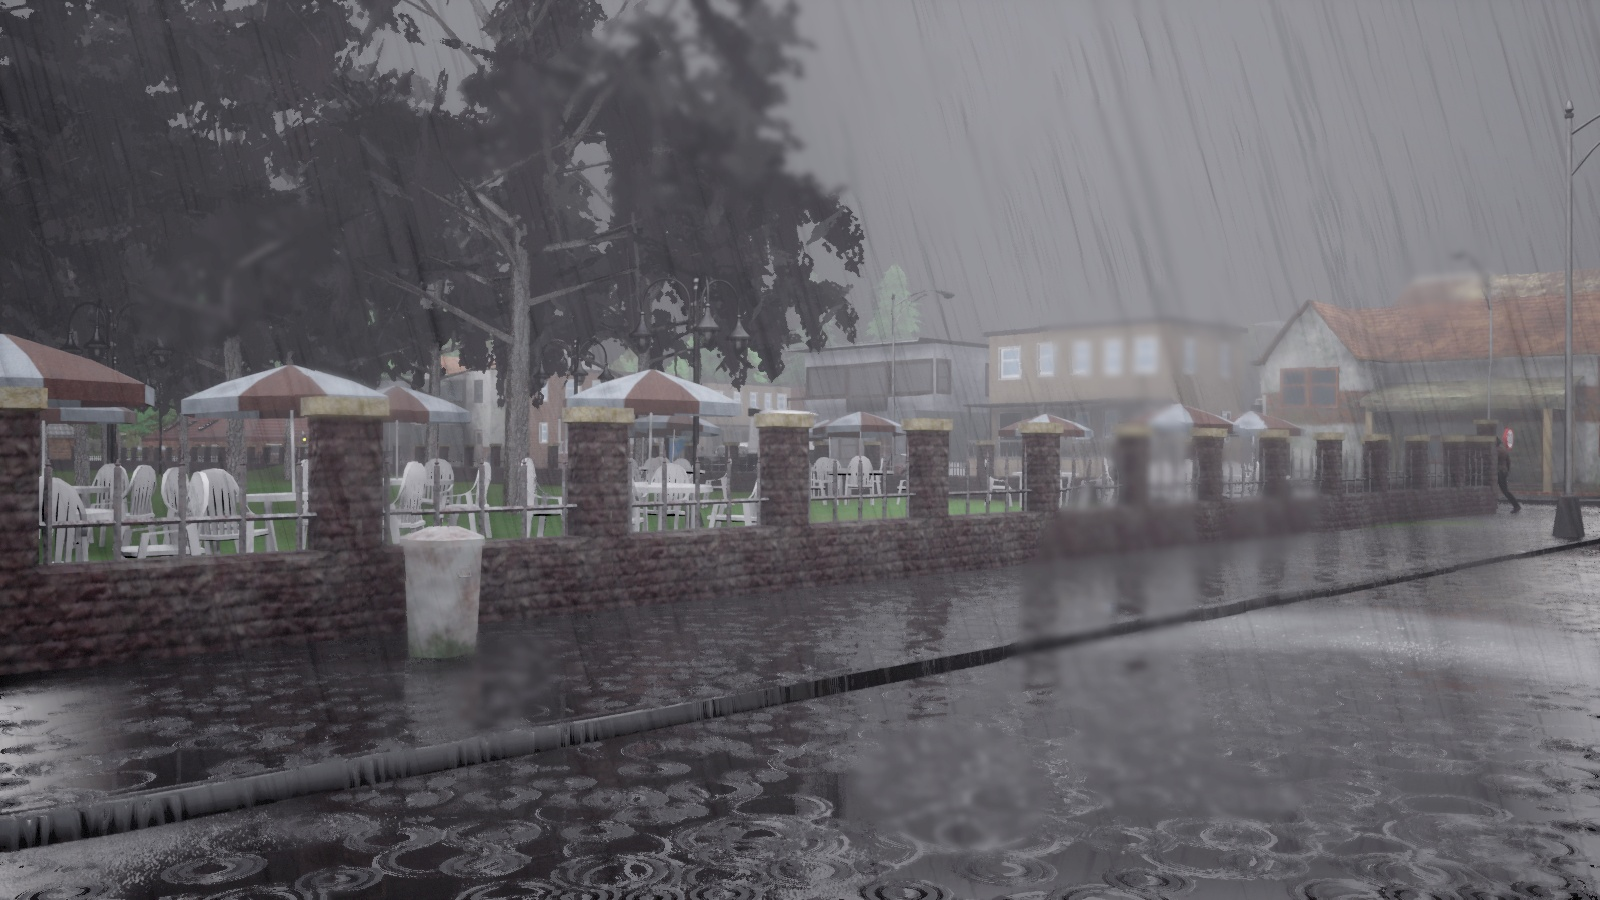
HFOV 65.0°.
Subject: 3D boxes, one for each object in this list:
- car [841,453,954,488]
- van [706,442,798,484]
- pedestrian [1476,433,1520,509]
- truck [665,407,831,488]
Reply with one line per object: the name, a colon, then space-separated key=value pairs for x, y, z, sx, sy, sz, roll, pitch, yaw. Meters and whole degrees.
car: x=4.300 y=0.871 z=55.921 sx=4.792 sy=1.488 sz=2.163 roll=0 pitch=0 yaw=45
van: x=-2.443 y=0.621 z=62.557 sx=4.480 sy=2.038 sz=2.069 roll=0 pitch=0 yaw=45
pedestrian: x=16.764 y=0.500 z=30.159 sx=0.328 sy=1.805 sz=0.869 roll=0 pitch=0 yaw=-42
truck: x=-2.474 y=-0.098 z=56.964 sx=7.936 sy=3.462 sz=2.891 roll=0 pitch=0 yaw=44
